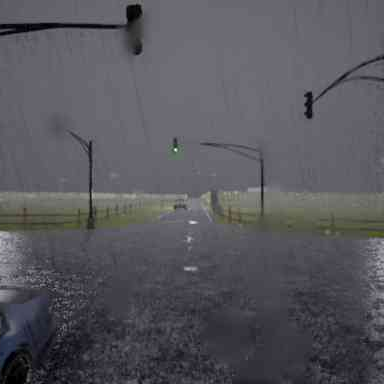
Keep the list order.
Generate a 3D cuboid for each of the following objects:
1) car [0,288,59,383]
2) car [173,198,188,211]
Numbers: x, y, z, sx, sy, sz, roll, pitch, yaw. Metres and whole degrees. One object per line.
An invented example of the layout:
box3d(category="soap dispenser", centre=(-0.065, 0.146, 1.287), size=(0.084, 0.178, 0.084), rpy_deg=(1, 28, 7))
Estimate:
box3d(category="car", centre=(-2.705, 1.590, 2.112), size=(2.033, 1.411, 5.357), rpy_deg=(0, -1, 1))
box3d(category="car", centre=(-1.916, 2.055, 56.385), size=(2.150, 2.045, 5.566), rpy_deg=(0, -1, 1))
